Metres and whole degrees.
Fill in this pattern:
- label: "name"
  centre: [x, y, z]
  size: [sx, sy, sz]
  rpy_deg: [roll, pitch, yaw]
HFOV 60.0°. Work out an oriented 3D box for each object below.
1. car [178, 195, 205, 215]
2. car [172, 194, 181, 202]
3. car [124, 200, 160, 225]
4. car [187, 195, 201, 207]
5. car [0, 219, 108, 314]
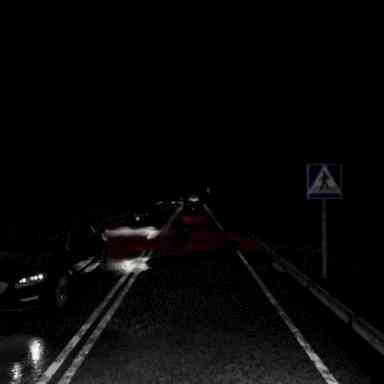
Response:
- label: "car"
  centre: [0.137, 1.256, 31.022]
  size: [2.128, 1.511, 4.902]
  rpy_deg: [0, 1, 1]
- label: "car"
  centre: [-2.877, 1.086, 66.759]
  size: [2.097, 1.767, 4.553]
  rpy_deg: [0, -1, 1]
- label: "car"
  centre: [-3.253, 1.321, 22.414]
  size: [2.128, 1.511, 4.902]
  rpy_deg: [0, 0, 0]
- label: "car"
  centre: [0.265, 1.210, 45.417]
  size: [1.812, 1.442, 4.674]
  rpy_deg: [0, 0, 1]
- label: "car"
  centre: [-3.328, 1.430, 7.730]
  size: [2.128, 1.511, 4.902]
  rpy_deg: [0, 1, 0]
